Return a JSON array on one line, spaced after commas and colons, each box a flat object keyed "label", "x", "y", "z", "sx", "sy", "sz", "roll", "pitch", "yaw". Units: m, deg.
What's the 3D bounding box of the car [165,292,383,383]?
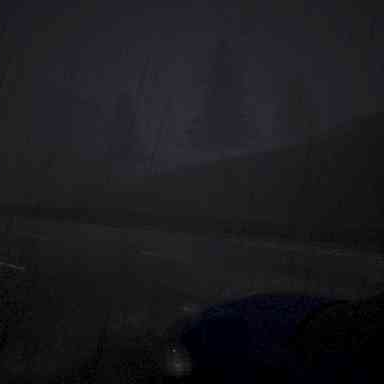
[{"label": "car", "x": 2.050, "y": 1.441, "z": 2.302, "sx": 5.008, "sy": 1.535, "sz": 1.882, "roll": 1, "pitch": 1, "yaw": 36}]
